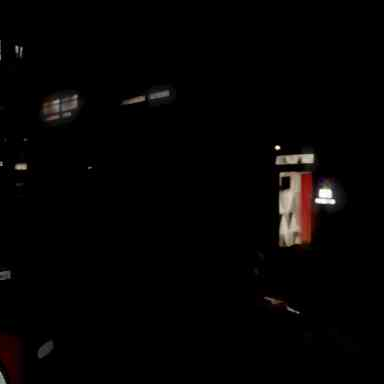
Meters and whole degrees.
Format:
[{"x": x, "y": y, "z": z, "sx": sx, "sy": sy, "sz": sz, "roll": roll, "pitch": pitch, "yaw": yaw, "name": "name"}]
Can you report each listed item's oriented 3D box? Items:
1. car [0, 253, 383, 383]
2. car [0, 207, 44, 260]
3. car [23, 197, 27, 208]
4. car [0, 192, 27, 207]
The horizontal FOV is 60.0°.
[{"x": -0.205, "y": 1.541, "z": 3.012, "sx": 4.507, "sy": 1.381, "sz": 1.887, "roll": 0, "pitch": 1, "yaw": 35, "name": "car"}, {"x": -4.706, "y": 1.300, "z": 6.220, "sx": 5.009, "sy": 1.841, "sz": 2.192, "roll": 0, "pitch": 1, "yaw": 36, "name": "car"}, {"x": -10.685, "y": 1.299, "z": 26.576, "sx": 1.947, "sy": 1.339, "sz": 4.313, "roll": 2, "pitch": 2, "yaw": 35, "name": "car"}, {"x": -17.517, "y": 0.967, "z": 31.417, "sx": 2.192, "sy": 1.841, "sz": 5.009, "roll": 2, "pitch": 2, "yaw": 35, "name": "car"}]
